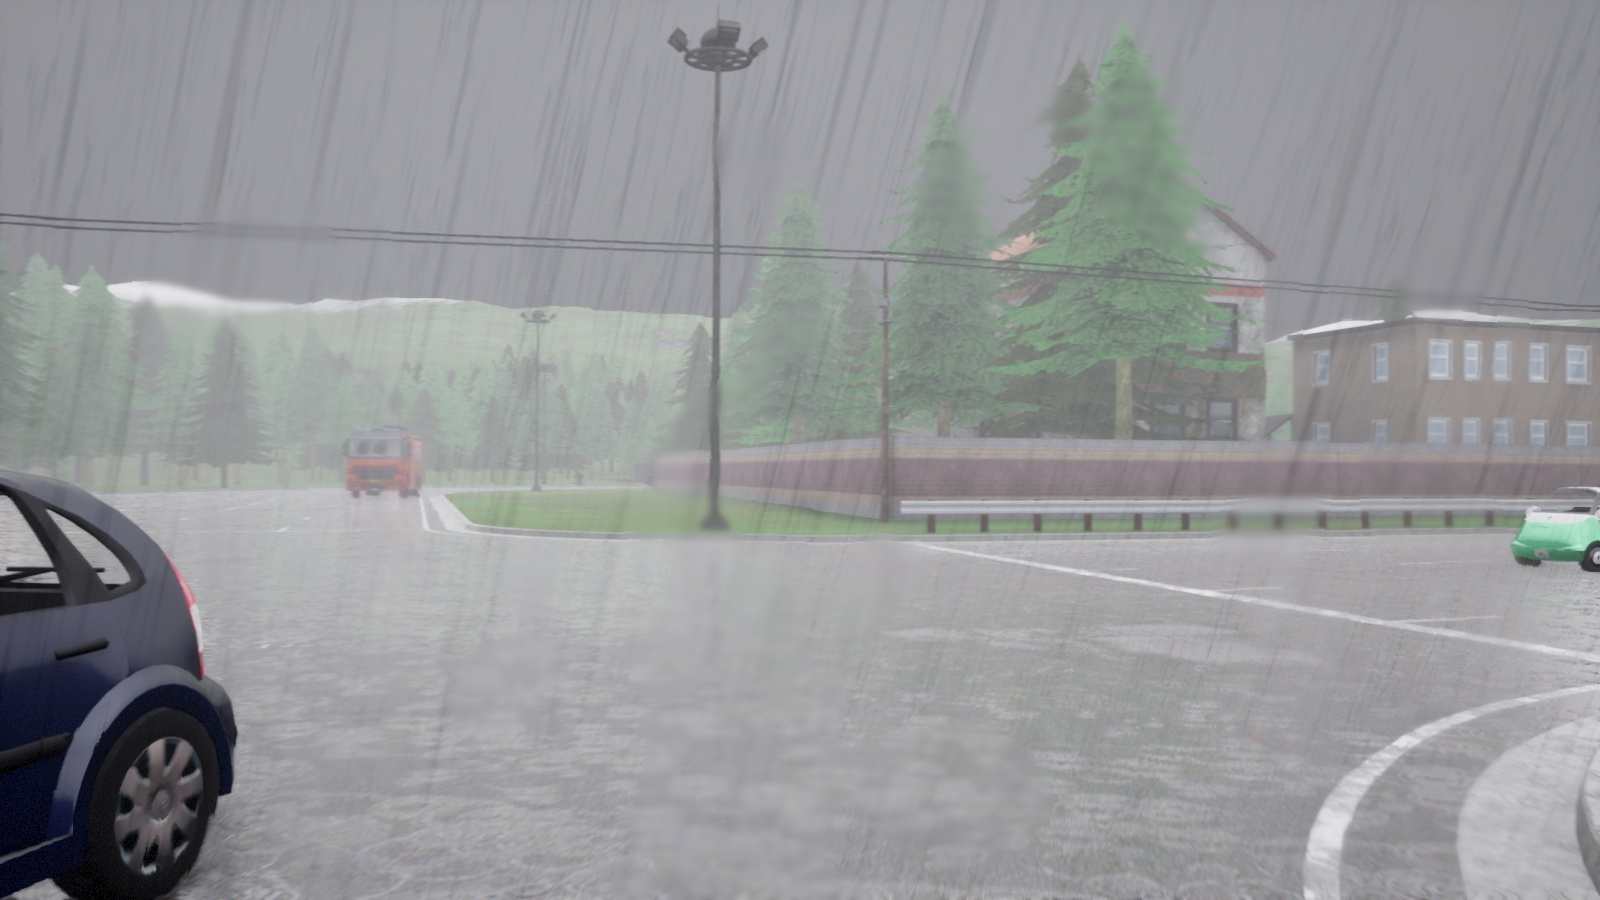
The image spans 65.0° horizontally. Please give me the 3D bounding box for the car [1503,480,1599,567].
[{"bbox_3d":[13.243,1.188,21.001,2.207,1.376,1.481,1,-1,-17],"label":"car"}]

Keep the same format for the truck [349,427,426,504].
[{"bbox_3d":[-21.944,0.832,67.189,2.891,3.827,8.468,0,-1,-11],"label":"truck"}]

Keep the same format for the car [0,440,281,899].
[{"bbox_3d":[-3.363,0.777,3.302,1.851,1.617,3.988,0,-1,10],"label":"car"}]
